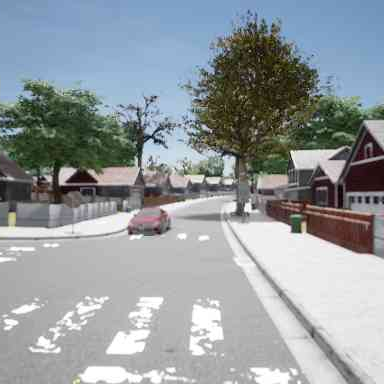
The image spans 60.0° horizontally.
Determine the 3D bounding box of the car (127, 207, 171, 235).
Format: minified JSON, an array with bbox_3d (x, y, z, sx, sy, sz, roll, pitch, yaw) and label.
[{"bbox_3d":[-2.380,1.644,19.678,1.812,1.442,4.674,0,0,6],"label":"car"}]
